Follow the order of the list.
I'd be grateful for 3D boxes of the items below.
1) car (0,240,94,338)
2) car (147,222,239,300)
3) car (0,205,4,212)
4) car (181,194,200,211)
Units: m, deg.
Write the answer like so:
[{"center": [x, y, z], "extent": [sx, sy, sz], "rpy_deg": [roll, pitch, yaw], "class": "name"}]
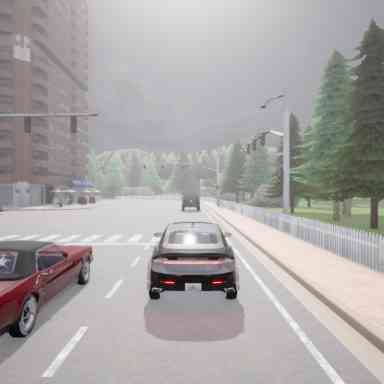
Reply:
[{"center": [-3.452, 1.601, 6.548], "extent": [1.895, 1.301, 4.718], "rpy_deg": [0, 0, 0], "class": "car"}, {"center": [0.021, 1.492, 8.398], "extent": [2.128, 1.511, 4.902], "rpy_deg": [0, 0, 0], "class": "car"}, {"center": [-21.583, 1.603, 32.790], "extent": [5.357, 1.411, 2.033], "rpy_deg": [0, 0, 1], "class": "car"}, {"center": [-0.168, 1.222, 41.418], "extent": [2.150, 2.045, 5.566], "rpy_deg": [0, 0, -1], "class": "car"}]
